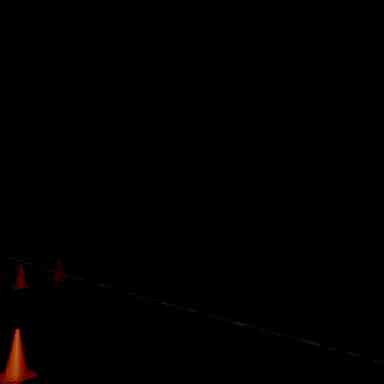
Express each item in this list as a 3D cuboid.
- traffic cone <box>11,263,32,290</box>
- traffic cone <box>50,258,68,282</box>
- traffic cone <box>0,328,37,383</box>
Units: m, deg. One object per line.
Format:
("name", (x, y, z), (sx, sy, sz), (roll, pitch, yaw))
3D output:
("traffic cone", (-4.176, 2.046, 8.150), (0.340, 0.580, 0.340), (0, -1, 37))
("traffic cone", (-3.576, 2.062, 8.950), (0.340, 0.580, 0.340), (0, -1, 37))
("traffic cone", (-2.178, 2.005, 4.150), (0.340, 0.580, 0.340), (0, -1, 37))
